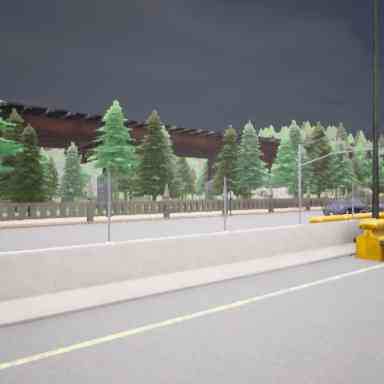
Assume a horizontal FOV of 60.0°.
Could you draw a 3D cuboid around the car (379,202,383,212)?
[{"bbox_3d":[16.414,1.600,28.474,5.357,1.411,2.033,0,0,-35],"label":"car"}]
